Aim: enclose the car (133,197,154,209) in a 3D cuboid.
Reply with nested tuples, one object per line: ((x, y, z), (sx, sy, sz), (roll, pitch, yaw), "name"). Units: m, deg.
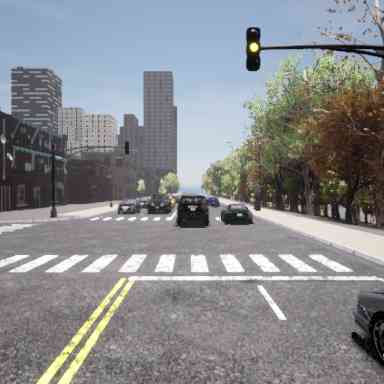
((-6.675, 1.474, 45.983), (2.128, 1.511, 4.902), (0, 0, 0), "car")

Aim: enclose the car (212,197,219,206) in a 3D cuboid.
((3.246, 1.457, 52.372), (1.882, 1.535, 5.008), (0, 0, 0), "car")

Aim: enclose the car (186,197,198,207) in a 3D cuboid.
((-0.003, 1.505, 51.863), (1.812, 1.442, 4.674), (0, 0, 0), "car")

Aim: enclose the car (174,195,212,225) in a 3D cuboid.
((0.054, 1.214, 24.118), (2.150, 2.045, 5.566), (0, 0, 0), "car")

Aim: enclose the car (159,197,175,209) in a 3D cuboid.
((-3.426, 1.460, 45.989), (1.882, 1.535, 5.008), (0, 0, 0), "car")

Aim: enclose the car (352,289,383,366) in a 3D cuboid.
((3.345, 1.546, 2.572), (2.033, 1.411, 5.357), (0, 0, 0), "car")

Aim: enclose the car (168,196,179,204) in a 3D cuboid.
((-3.421, 1.481, 62.536), (1.837, 1.490, 4.892), (0, 0, 0), "car")

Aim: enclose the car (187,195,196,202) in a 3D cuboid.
((-0.151, 1.491, 75.741), (2.128, 1.511, 4.902), (0, 0, 0), "car")

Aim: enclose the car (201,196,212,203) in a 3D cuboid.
((3.121, 1.511, 72.668), (2.033, 1.411, 5.357), (0, 0, 0), "car")

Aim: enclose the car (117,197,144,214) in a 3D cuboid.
((-6.661, 1.479, 35.582), (2.128, 1.511, 4.902), (0, 0, 0), "car")

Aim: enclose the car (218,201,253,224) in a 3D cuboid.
((3.300, 1.556, 25.019), (1.994, 1.385, 4.181), (0, 0, 0), "car")

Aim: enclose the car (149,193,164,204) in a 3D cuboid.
((-6.671, 1.197, 62.977), (2.150, 2.045, 5.566), (0, 0, 0), "car")

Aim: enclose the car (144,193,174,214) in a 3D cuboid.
((-3.422, 1.209, 35.908), (2.150, 2.045, 5.566), (0, 0, 1), "car")
